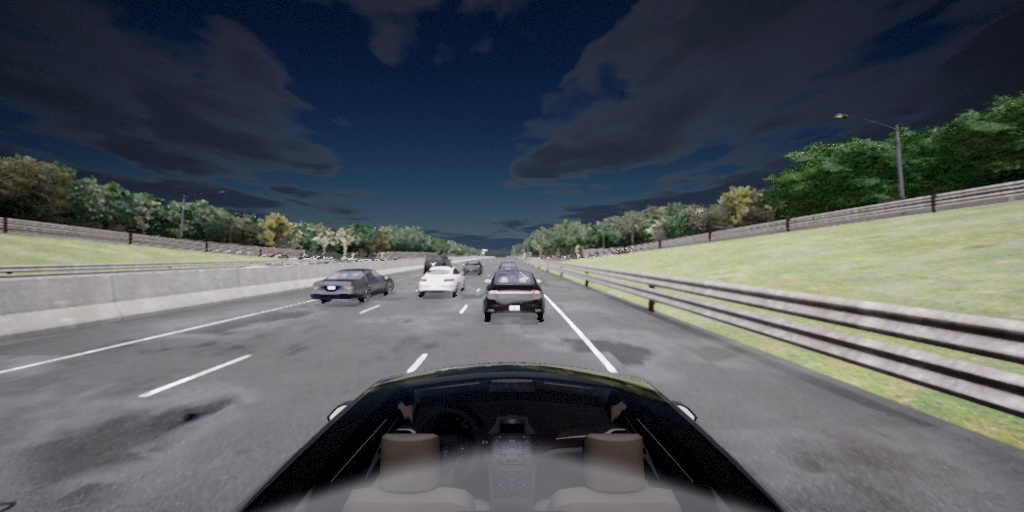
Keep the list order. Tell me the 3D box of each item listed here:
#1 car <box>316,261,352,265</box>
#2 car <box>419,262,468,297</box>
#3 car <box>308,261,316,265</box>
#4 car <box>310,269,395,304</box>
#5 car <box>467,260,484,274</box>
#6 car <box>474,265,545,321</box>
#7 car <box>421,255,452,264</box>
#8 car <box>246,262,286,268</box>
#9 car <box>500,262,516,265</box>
[{"bbox_3d":[-18.212,1.222,38.200,2.033,1.411,5.357,0,0,-1],"label":"car"},{"bbox_3d":[-3.560,1.250,18.638,1.812,1.442,4.674,0,0,-1],"label":"car"},{"bbox_3d":[-21.758,1.231,40.554,1.994,1.385,4.181,0,0,-1],"label":"car"},{"bbox_3d":[-7.009,1.275,16.337,2.033,1.411,5.357,0,0,-1],"label":"car"},{"bbox_3d":[-3.990,1.173,37.318,2.128,1.511,4.902,0,0,-1],"label":"car"},{"bbox_3d":[0.042,1.226,12.355,2.128,1.511,4.902,0,0,-1],"label":"car"},{"bbox_3d":[-7.470,0.904,36.510,2.150,2.045,5.566,0,0,-1],"label":"car"},{"bbox_3d":[-25.185,1.276,37.153,1.895,1.301,4.718,0,0,-1],"label":"car"},{"bbox_3d":[-0.361,1.243,32.057,2.033,1.411,5.357,0,0,-1],"label":"car"}]
